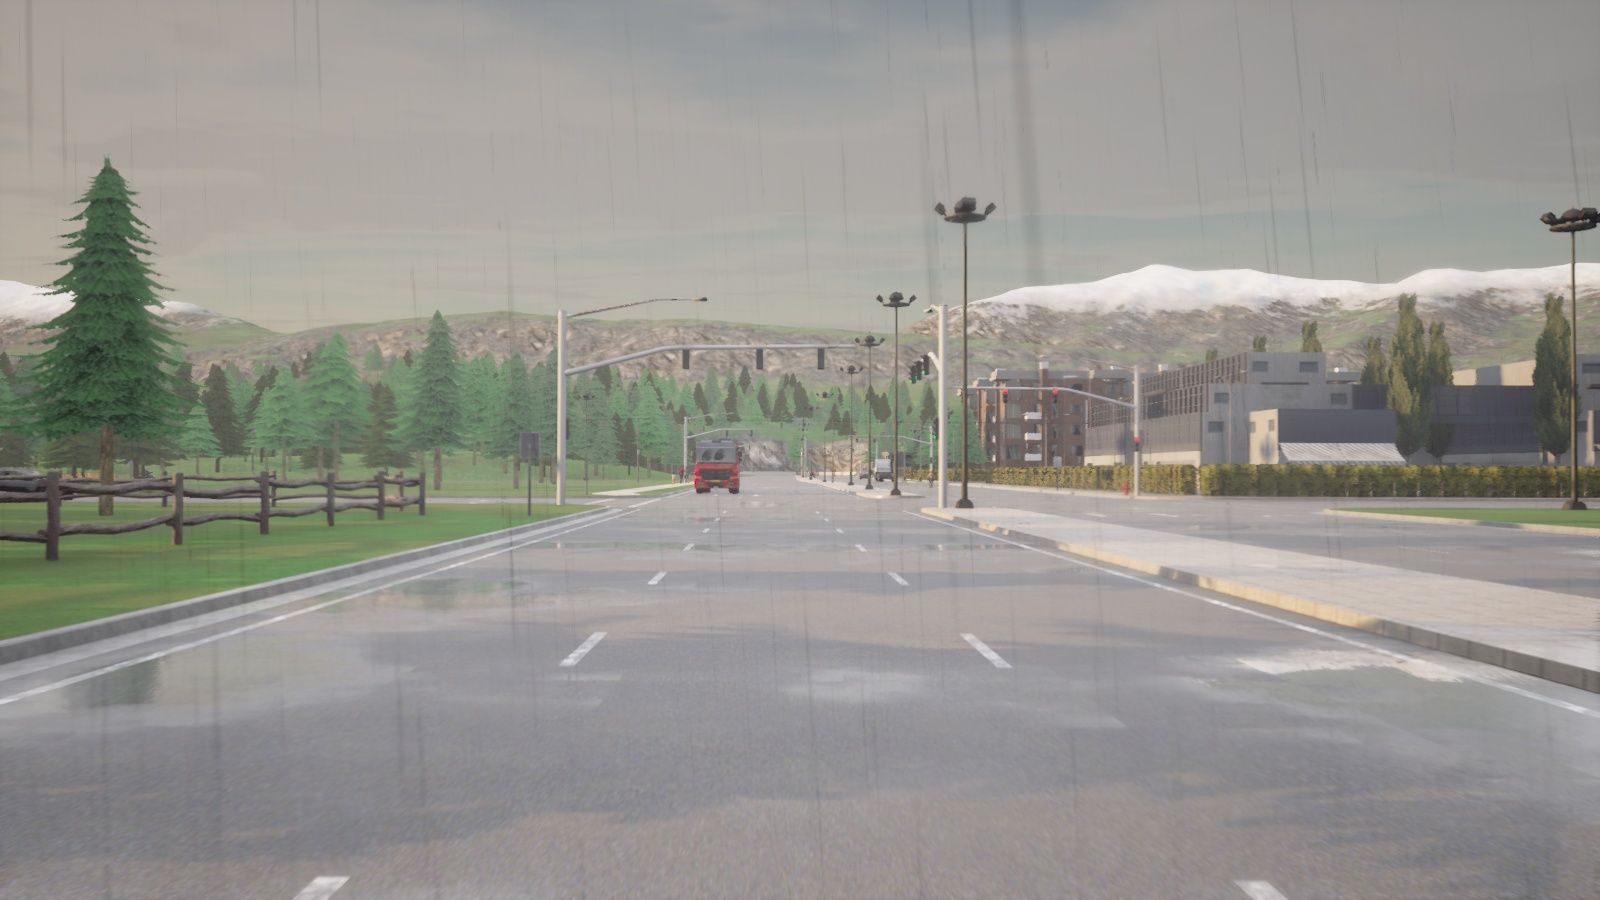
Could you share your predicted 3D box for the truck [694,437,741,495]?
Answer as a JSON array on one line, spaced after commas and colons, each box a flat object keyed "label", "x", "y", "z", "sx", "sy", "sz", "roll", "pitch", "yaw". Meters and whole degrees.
[{"label": "truck", "x": -5.598, "y": 1.113, "z": 86.082, "sx": 2.891, "sy": 3.827, "sz": 8.468, "roll": 0, "pitch": -1, "yaw": -2}]

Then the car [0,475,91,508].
[{"label": "car", "x": -36.354, "y": 1.949, "z": 59.041, "sx": 4.792, "sy": 1.488, "sz": 2.163, "roll": 0, "pitch": -1, "yaw": -1}]
